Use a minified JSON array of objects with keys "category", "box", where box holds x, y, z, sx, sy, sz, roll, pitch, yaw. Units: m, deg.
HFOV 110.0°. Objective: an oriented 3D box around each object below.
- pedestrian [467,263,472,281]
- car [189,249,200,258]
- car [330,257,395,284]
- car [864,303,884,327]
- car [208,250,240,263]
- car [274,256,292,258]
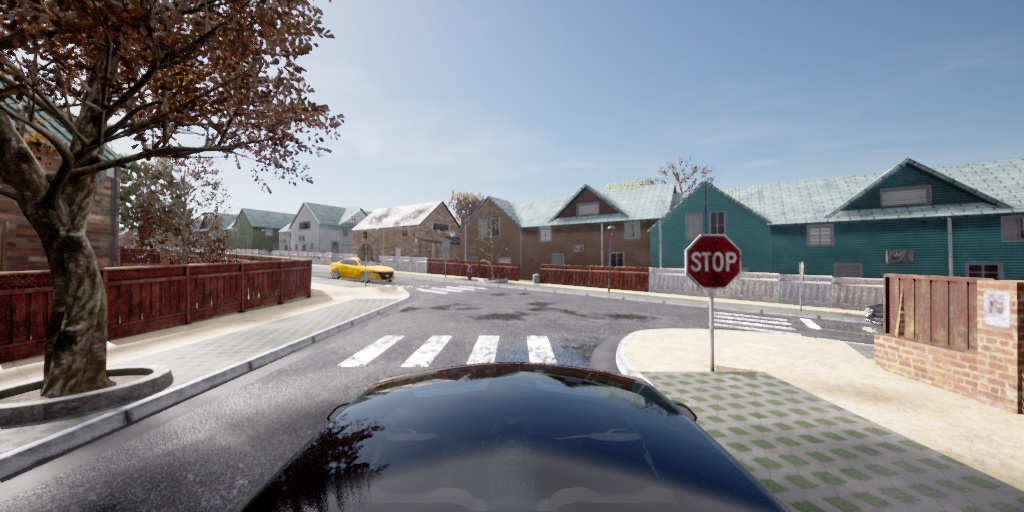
[{"category":"pedestrian","box":[-3.061,1.113,26.020,0.375,1.300,0.375,-1,-5,32]},{"category":"car","box":[-42.132,-0.255,47.086,4.674,1.442,1.812,2,0,32]},{"category":"car","box":[-9.737,0.886,23.303,5.008,1.535,1.882,2,0,32]},{"category":"car","box":[14.651,1.936,11.413,4.892,1.490,1.837,3,0,32]},{"category":"car","box":[-27.176,0.220,34.303,5.008,1.535,1.882,2,0,33]},{"category":"car","box":[-18.498,0.670,28.824,4.718,1.301,1.895,2,0,32]}]
